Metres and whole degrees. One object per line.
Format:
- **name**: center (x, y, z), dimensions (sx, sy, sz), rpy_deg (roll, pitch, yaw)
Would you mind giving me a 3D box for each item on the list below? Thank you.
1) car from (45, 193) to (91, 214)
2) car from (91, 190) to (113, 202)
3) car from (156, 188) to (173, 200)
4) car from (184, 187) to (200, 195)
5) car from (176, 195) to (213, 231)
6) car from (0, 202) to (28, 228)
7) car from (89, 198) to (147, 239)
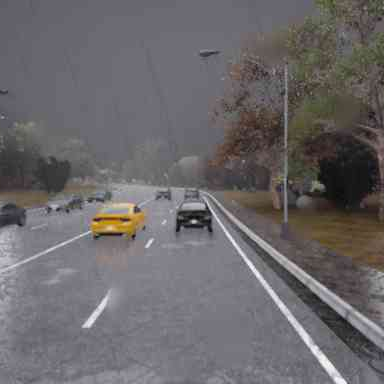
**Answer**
- **car**: center (-10.546, 0.896, 27.947), dimensions (2.128, 1.511, 4.902), rpy_deg (0, 3, 0)
- **car**: center (-10.507, 0.438, 38.517), dimensions (2.033, 1.411, 5.357), rpy_deg (0, 3, 0)
- **car**: center (-3.502, 0.225, 41.960), dimensions (1.837, 1.490, 4.892), rpy_deg (0, 3, 0)
- **car**: center (0.003, 0.154, 43.090), dimensions (2.128, 1.511, 4.902), rpy_deg (0, 3, 0)
- **car**: center (0.108, 1.222, 18.710), dimensions (1.882, 1.535, 5.008), rpy_deg (0, 2, 0)
- **car**: center (-10.587, 1.294, 17.849), dimensions (1.812, 1.442, 4.674), rpy_deg (0, 2, 0)
- **car**: center (-3.403, 1.288, 16.309), dimensions (1.882, 1.535, 5.008), rpy_deg (0, 1, 0)
